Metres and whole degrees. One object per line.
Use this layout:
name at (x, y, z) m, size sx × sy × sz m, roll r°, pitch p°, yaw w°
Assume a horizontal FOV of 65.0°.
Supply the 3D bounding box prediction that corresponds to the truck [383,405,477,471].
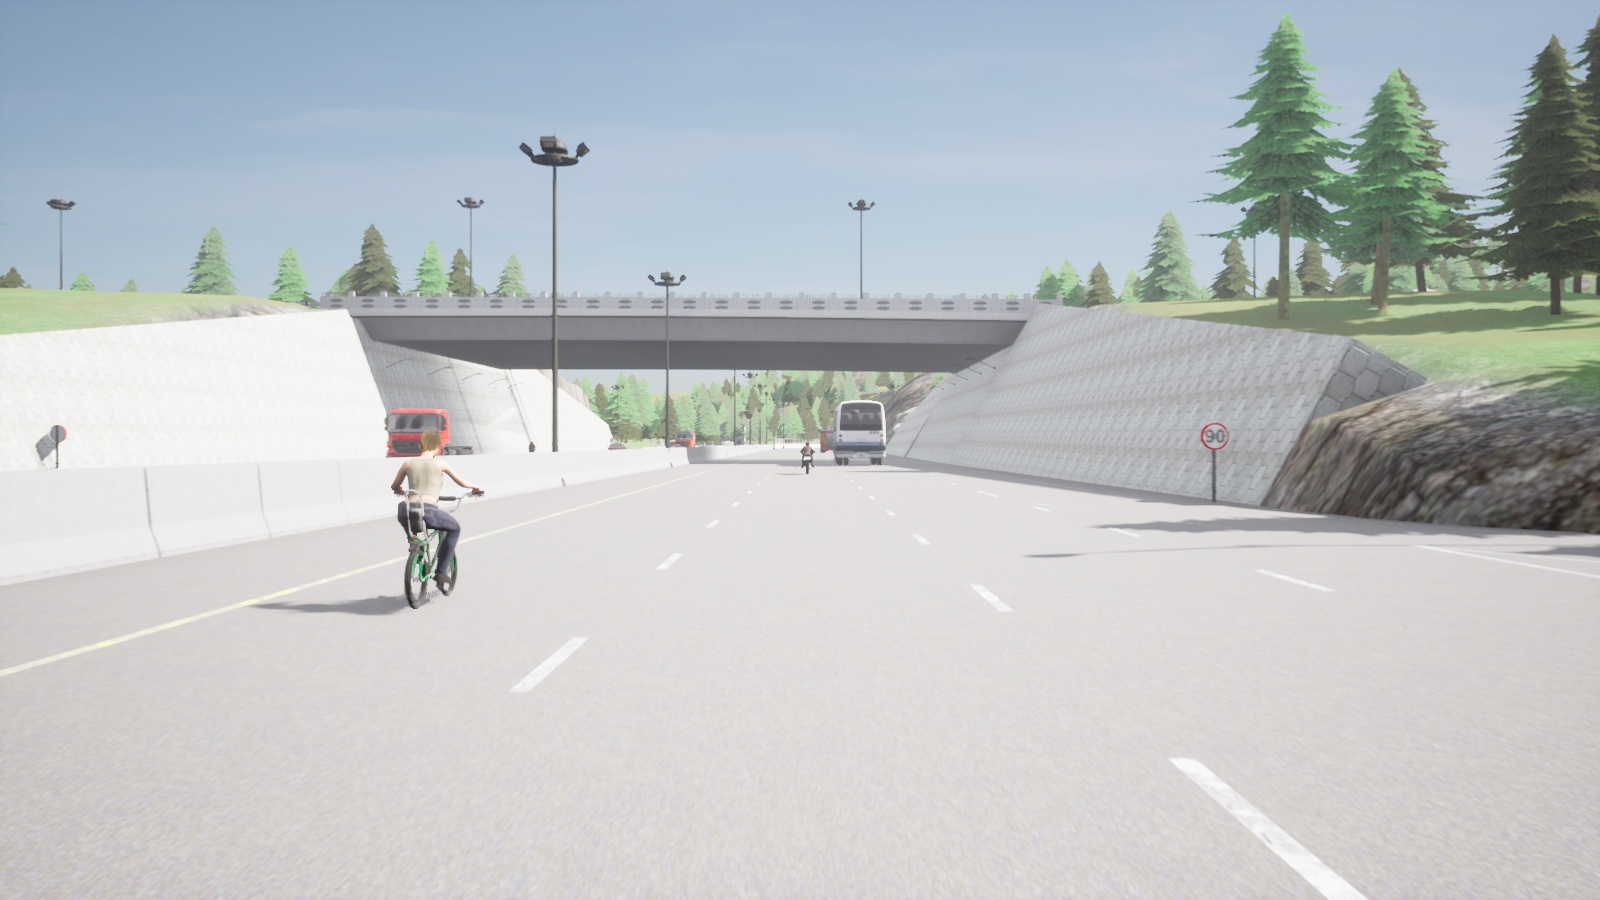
truck at (-20.584, -0.649, 70.402) m, size 2.891 × 3.462 × 7.936 m, roll 0°, pitch 0°, yaw 0°

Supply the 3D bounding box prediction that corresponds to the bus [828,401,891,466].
bus at (4.013, -1.119, 87.348) m, size 3.944 × 4.253 × 10.273 m, roll 0°, pitch 0°, yaw 0°

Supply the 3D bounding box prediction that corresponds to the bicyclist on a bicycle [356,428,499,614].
bicyclist on a bicycle at (-3.423, 0.614, 11.692) m, size 0.866 × 1.612 × 1.509 m, roll 0°, pitch 0°, yaw 1°
